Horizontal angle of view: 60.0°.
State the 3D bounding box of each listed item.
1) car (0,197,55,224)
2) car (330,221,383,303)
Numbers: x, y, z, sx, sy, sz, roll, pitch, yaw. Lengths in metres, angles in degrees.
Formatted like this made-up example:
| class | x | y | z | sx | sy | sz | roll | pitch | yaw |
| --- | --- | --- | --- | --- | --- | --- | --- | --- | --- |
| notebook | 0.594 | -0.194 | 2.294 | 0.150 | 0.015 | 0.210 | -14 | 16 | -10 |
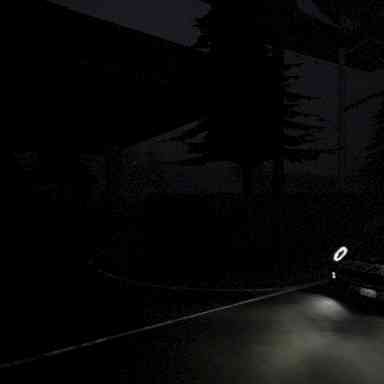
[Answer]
| class | x | y | z | sx | sy | sz | roll | pitch | yaw |
| --- | --- | --- | --- | --- | --- | --- | --- | --- | --- |
| car | -11.900 | 1.313 | 23.522 | 3.866 | 1.878 | 1.905 | 0 | 0 | -36 |
| car | 5.230 | 1.354 | 7.714 | 4.553 | 1.767 | 2.097 | 0 | 0 | -35 |
